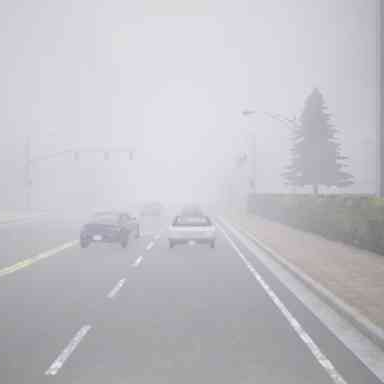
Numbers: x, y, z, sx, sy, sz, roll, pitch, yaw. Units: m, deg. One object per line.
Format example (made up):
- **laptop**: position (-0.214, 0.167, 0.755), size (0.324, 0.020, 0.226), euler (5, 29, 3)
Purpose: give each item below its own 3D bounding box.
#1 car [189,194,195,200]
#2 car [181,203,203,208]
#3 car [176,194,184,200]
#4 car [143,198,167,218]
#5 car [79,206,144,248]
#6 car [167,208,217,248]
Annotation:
- **car**: position (0.000, 1.422, 92.808), size (1.882, 1.535, 5.008), euler (0, 0, 0)
- **car**: position (0.000, 1.615, 29.680), size (1.895, 1.301, 4.718), euler (0, 0, 0)
- **car**: position (-3.500, 1.501, 93.076), size (1.994, 1.385, 4.181), euler (0, 0, 0)
- **car**: position (-3.500, 1.561, 29.650), size (2.033, 1.411, 5.357), euler (0, 0, 0)
- **car**: position (-3.500, 1.531, 14.650), size (1.812, 1.442, 4.674), euler (0, 0, 0)
- **car**: position (0.000, 1.614, 14.680), size (1.895, 1.301, 4.718), euler (0, 0, 0)
